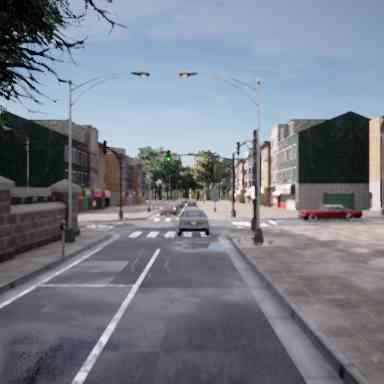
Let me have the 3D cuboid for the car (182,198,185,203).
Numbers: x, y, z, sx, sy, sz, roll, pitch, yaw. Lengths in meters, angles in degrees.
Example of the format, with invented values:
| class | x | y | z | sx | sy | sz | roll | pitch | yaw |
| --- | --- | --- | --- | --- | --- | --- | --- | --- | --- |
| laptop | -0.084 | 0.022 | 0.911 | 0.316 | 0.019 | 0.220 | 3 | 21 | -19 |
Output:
| class | x | y | z | sx | sy | sz | roll | pitch | yaw |
| --- | --- | --- | --- | --- | --- | --- | --- | --- | --- |
| car | -2.666 | 2.253 | 60.193 | 1.887 | 1.381 | 4.507 | -1 | -1 | 0 |

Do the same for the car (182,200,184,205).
| class | x | y | z | sx | sy | sz | roll | pitch | yaw |
| --- | --- | --- | --- | --- | --- | --- | --- | --- | --- |
| car | -2.662 | 2.137 | 49.325 | 1.947 | 1.339 | 4.313 | -1 | -1 | 0 |

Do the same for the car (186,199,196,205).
| class | x | y | z | sx | sy | sz | roll | pitch | yaw |
| --- | --- | --- | --- | --- | --- | --- | --- | --- | --- |
| car | -0.016 | 2.329 | 68.786 | 2.128 | 1.511 | 4.902 | 0 | -1 | 0 |

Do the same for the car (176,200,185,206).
| class | x | y | z | sx | sy | sz | roll | pitch | yaw |
| --- | --- | --- | --- | --- | --- | --- | --- | --- | --- |
| car | -2.671 | 2.484 | 76.497 | 1.947 | 1.339 | 4.313 | -1 | -1 | 0 |

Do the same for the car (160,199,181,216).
| class | x | y | z | sx | sy | sz | roll | pitch | yaw |
| --- | --- | --- | --- | --- | --- | --- | --- | --- | --- |
| car | -2.660 | 1.878 | 38.458 | 1.967 | 1.590 | 4.097 | -1 | -1 | 0 |

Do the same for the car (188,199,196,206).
| class | x | y | z | sx | sy | sz | roll | pitch | yaw |
| --- | --- | --- | --- | --- | --- | --- | --- | --- | --- |
| car | -0.025 | 2.429 | 79.029 | 1.882 | 1.535 | 5.008 | 0 | -1 | 0 |

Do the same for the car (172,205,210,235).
| class | x | y | z | sx | sy | sz | roll | pitch | yaw |
| --- | --- | --- | --- | --- | --- | --- | --- | --- | --- |
| car | 0.092 | 1.772 | 20.380 | 2.033 | 1.411 | 5.357 | 0 | -1 | 0 |

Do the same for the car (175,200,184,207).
| class | x | y | z | sx | sy | sz | roll | pitch | yaw |
| --- | --- | --- | --- | --- | --- | --- | --- | --- | --- |
| car | -2.669 | 2.393 | 71.062 | 1.887 | 1.381 | 4.507 | -1 | -1 | 0 |

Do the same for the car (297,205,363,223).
| class | x | y | z | sx | sy | sz | roll | pitch | yaw |
| --- | --- | --- | --- | --- | --- | --- | --- | --- | --- |
| car | 10.948 | 1.707 | 26.733 | 4.718 | 1.301 | 1.895 | -1 | 0 | 0 |

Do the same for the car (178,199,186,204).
| class | x | y | z | sx | sy | sz | roll | pitch | yaw |
| --- | --- | --- | --- | --- | --- | --- | --- | --- | --- |
| car | -2.676 | 2.683 | 92.800 | 2.008 | 1.369 | 4.403 | -1 | -1 | 0 |
